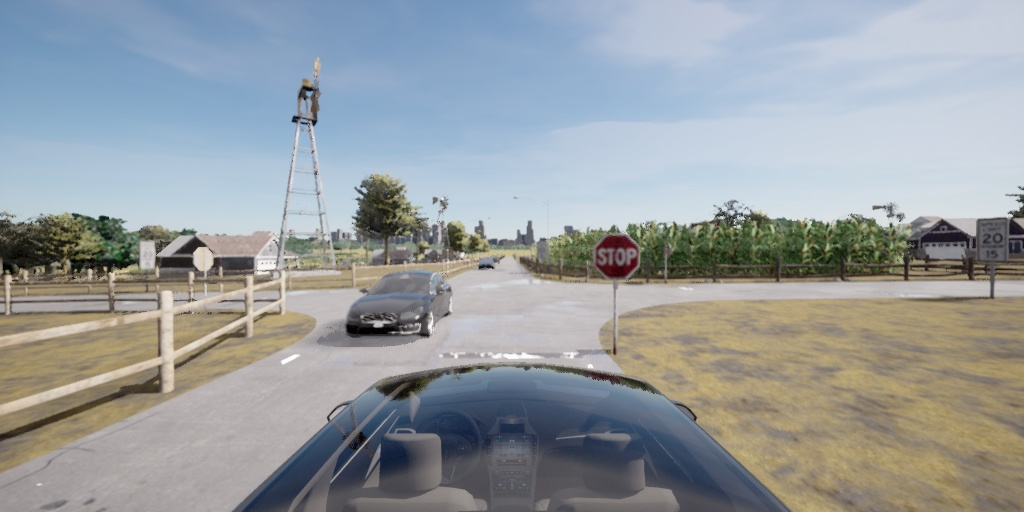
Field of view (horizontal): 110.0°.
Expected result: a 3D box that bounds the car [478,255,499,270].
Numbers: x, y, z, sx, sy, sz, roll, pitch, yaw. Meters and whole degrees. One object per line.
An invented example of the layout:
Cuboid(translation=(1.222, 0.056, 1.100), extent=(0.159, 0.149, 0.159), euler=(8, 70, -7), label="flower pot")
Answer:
Cuboid(translation=(-2.951, 0.915, 42.713), extent=(2.033, 1.411, 5.357), euler=(0, 0, 0), label="car")

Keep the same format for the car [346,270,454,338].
Cuboid(translation=(-2.798, 1.175, 9.886), extent=(1.837, 1.490, 4.892), euler=(0, 0, 0), label="car")

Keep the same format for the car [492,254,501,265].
Cuboid(translation=(-3.042, 0.522, 61.352), extent=(2.097, 1.767, 4.553), euler=(0, 0, 0), label="car")
